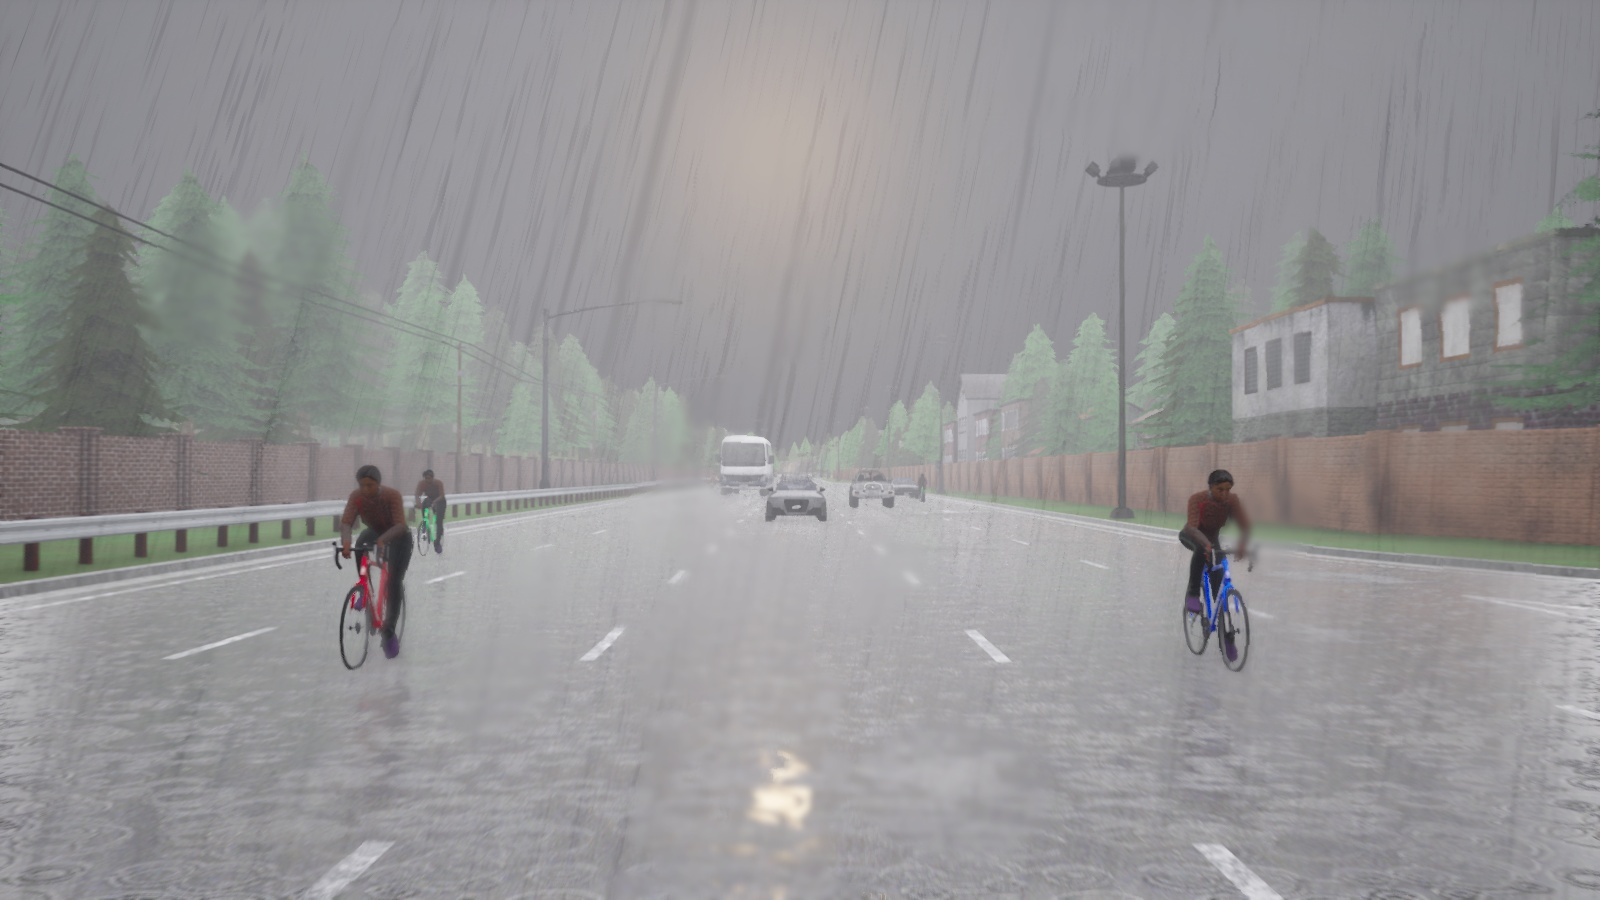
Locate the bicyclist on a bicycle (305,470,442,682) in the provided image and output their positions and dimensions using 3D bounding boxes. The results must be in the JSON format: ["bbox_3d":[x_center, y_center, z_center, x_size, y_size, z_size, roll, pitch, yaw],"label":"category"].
[{"bbox_3d":[-3.526,0.987,10.511,0.582,1.620,1.656,0,-1,0],"label":"bicyclist on a bicycle"}]

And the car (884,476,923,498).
[{"bbox_3d":[6.789,2.419,82.798,2.033,1.411,5.357,0,-1,-1],"label":"car"}]

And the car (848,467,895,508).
[{"bbox_3d":[3.353,1.753,59.257,1.932,1.855,4.605,0,-1,0],"label":"car"}]

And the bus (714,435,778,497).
[{"bbox_3d":[-3.790,1.196,91.094,3.944,4.253,10.273,0,-1,1],"label":"bus"}]

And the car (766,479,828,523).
[{"bbox_3d":[-0.105,1.695,42.566,1.994,1.385,4.181,0,-1,0],"label":"car"}]

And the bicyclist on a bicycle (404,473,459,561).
[{"bbox_3d":[-7.060,1.260,24.111,0.582,1.620,1.656,0,-1,0],"label":"bicyclist on a bicycle"}]

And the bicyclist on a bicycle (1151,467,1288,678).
[{"bbox_3d":[3.474,0.959,10.529,0.582,1.620,1.656,0,-1,0],"label":"bicyclist on a bicycle"}]
